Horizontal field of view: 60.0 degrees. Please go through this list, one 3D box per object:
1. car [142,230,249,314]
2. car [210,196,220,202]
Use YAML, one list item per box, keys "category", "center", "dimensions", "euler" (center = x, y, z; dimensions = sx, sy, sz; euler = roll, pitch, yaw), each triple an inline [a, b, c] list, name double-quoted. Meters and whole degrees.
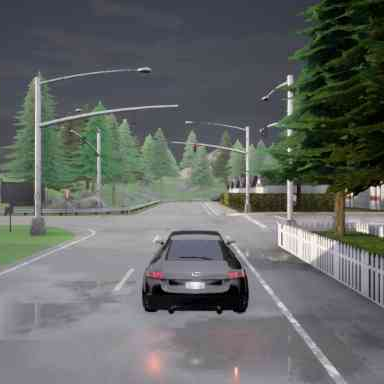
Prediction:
- category: "car"
  center: [0.075, 1.564, 7.686]
  dimensions: [1.994, 1.385, 4.181]
  euler: [0, 0, 1]
- category: "car"
  center: [6.703, 1.524, 72.905]
  dimensions: [5.357, 1.411, 2.033]
  euler: [0, 0, -22]
